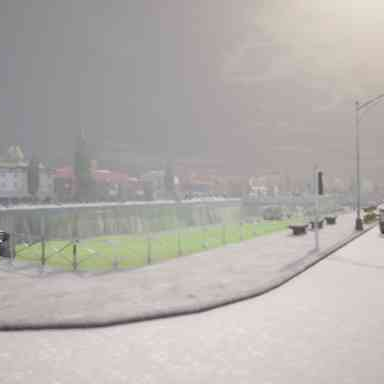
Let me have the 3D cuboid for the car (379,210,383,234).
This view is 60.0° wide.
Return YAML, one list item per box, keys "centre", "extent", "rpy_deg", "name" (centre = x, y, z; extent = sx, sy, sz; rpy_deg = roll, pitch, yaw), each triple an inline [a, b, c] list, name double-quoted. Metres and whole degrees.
- centre: [11.711, 1.364, 18.298]
  extent: [2.097, 1.767, 4.553]
  rpy_deg: [-1, 0, 36]
  name: "car"
